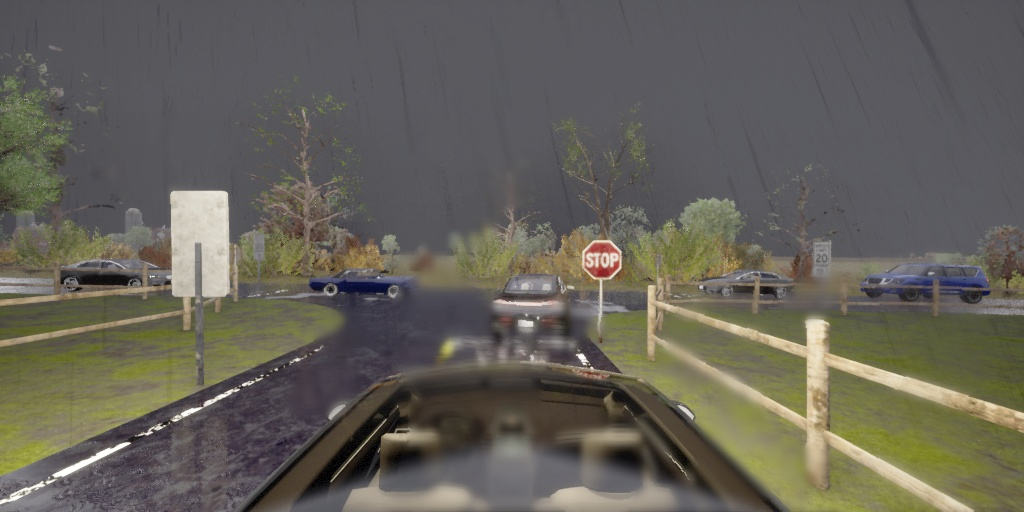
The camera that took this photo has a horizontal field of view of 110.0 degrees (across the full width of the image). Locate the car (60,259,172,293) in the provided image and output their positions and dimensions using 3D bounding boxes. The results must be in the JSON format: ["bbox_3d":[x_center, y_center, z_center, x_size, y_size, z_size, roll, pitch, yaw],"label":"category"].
[{"bbox_3d":[-18.491,0.885,17.062,4.902,1.511,2.128,1,1,0],"label":"car"}]

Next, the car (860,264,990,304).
[{"bbox_3d":[22.898,1.466,19.965,5.566,2.045,2.150,1,1,0],"label":"car"}]

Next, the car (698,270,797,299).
[{"bbox_3d":[13.003,1.525,19.975,4.902,1.511,2.128,1,1,0],"label":"car"}]

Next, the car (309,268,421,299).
[{"bbox_3d":[-6.823,1.248,17.047,4.718,1.301,1.895,1,1,0],"label":"car"}]

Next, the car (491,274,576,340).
[{"bbox_3d":[0.706,1.240,10.016,2.128,1.511,4.902,0,0,9],"label":"car"}]
